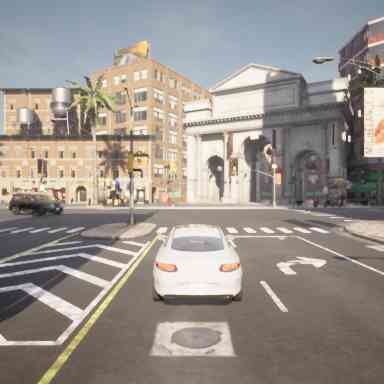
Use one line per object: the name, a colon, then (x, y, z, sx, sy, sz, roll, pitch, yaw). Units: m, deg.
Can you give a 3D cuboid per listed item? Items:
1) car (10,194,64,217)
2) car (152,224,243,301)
car: (-14.826, 1.221, 31.718, 5.566, 2.045, 2.150, 0, -1, 25)
car: (0.109, 1.526, 8.211, 1.812, 1.442, 4.674, 0, 0, 0)
